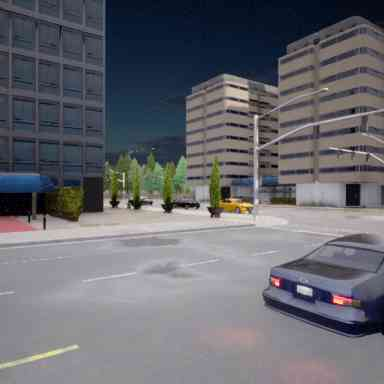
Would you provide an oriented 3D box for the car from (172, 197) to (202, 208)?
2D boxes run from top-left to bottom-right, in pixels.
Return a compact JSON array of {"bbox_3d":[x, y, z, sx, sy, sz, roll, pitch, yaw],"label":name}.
[{"bbox_3d":[-0.815,1.493,49.702,2.128,1.511,4.902,0,0,-35],"label":"car"}]

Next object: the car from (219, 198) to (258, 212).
[{"bbox_3d":[5.608,1.505,40.535,1.837,1.490,4.892,0,0,-35],"label":"car"}]

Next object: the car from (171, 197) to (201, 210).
[{"bbox_3d":[-0.852,1.601,43.655,1.895,1.301,4.718,0,0,-35],"label":"car"}]

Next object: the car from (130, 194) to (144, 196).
[{"bbox_3d":[-10.056,1.223,62.990,2.150,2.045,5.566,0,0,-34],"label":"car"}]

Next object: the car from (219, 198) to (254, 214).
[{"bbox_3d":[4.509,1.478,36.001,1.882,1.535,5.008,0,0,-35],"label":"car"}]

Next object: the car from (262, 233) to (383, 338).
[{"bbox_3d":[3.768,1.547,6.510,5.357,1.411,2.033,0,0,-35],"label":"car"}]

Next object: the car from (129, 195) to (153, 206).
[{"bbox_3d":[-8.073,1.600,53.976,1.895,1.301,4.718,0,0,-35],"label":"car"}]
